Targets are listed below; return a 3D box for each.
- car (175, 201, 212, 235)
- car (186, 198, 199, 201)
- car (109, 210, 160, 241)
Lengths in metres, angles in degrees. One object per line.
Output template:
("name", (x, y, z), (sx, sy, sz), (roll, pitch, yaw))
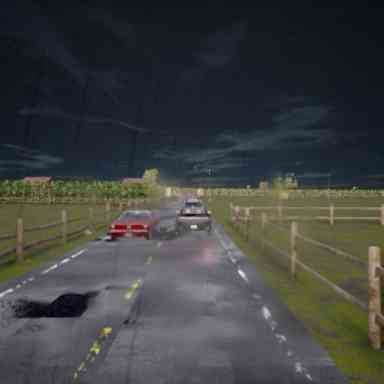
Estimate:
("car", (0.096, 1.485, 18.600), (2.128, 1.511, 4.902), (0, 0, 0))
("car", (0.091, 1.458, 38.877), (1.882, 1.535, 5.008), (0, 0, 0))
("car", (-2.754, 1.595, 16.736), (1.895, 1.301, 4.718), (0, 0, 0))
